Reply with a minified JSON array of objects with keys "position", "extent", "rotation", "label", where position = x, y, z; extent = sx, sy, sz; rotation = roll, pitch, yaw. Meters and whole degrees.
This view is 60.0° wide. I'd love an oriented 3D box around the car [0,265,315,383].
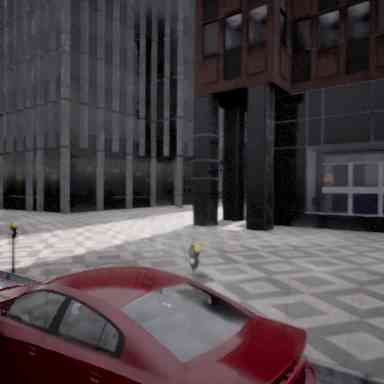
[{"position":[-1.025,1.526,3.704],"extent":[4.507,1.381,1.887],"rotation":[0,0,36],"label":"car"}]
